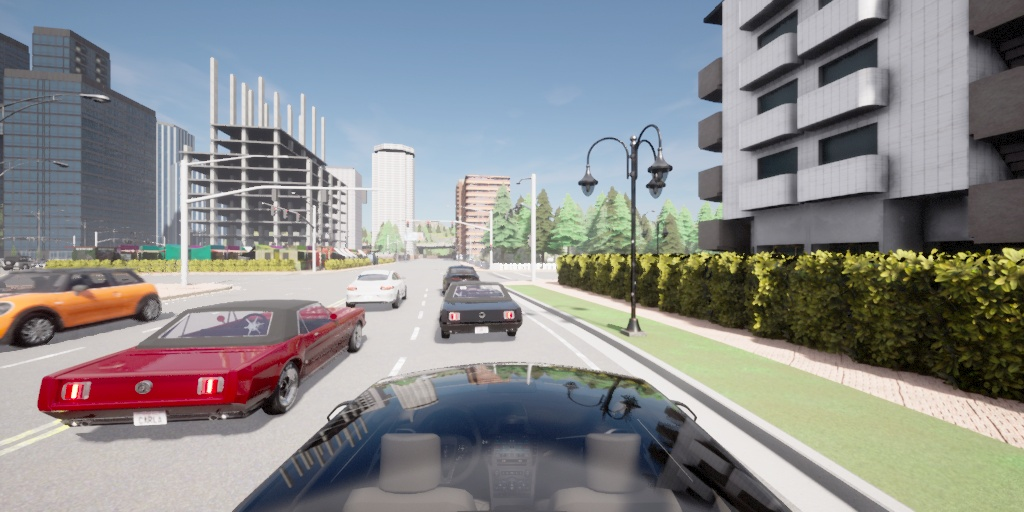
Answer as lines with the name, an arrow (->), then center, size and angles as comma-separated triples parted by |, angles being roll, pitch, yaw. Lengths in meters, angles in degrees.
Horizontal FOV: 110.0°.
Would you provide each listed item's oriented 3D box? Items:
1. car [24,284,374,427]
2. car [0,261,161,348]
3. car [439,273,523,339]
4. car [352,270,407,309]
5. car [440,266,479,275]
car -> -3.905, 1.351, 5.826 | 1.895, 1.301, 4.718 | 0, 0, -7
car -> -11.562, 1.101, 9.004 | 2.097, 1.767, 4.553 | 0, 0, -10
car -> -1.029, 1.350, 10.134 | 1.895, 1.301, 4.718 | 0, 0, -9
car -> -5.433, 1.275, 14.711 | 1.812, 1.442, 4.674 | 0, 0, -11
car -> -2.769, 1.254, 19.226 | 1.837, 1.490, 4.892 | 0, 0, -11
